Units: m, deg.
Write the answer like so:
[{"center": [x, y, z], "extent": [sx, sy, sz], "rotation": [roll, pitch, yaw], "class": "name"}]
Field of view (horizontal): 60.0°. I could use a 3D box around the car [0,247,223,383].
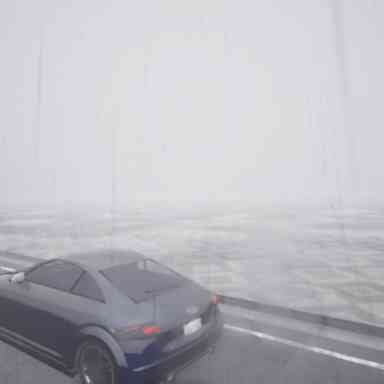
[{"center": [-1.623, 1.585, 5.144], "extent": [4.181, 1.385, 1.994], "rotation": [0, 0, 36], "class": "car"}]
